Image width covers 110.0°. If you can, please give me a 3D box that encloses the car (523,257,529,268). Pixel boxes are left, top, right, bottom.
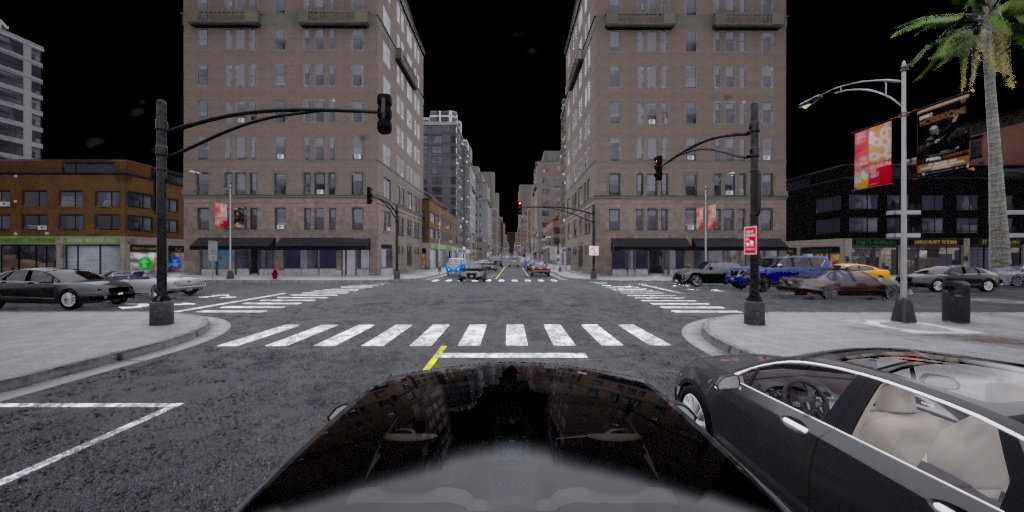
[{"bbox_3d":[2.844,1.193,48.335,1.967,1.591,4.097,0,0,0],"label":"car"}]

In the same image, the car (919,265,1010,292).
[{"bbox_3d":[25.527,1.294,21.150,4.892,1.490,1.837,0,0,0],"label":"car"}]

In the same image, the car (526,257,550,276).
[{"bbox_3d":[2.799,1.192,36.997,1.967,1.591,4.097,0,0,0],"label":"car"}]

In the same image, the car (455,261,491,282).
[{"bbox_3d":[-3.007,1.315,28.561,1.994,1.385,4.181,0,0,0],"label":"car"}]

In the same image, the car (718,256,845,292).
[{"bbox_3d":[15.704,0.993,21.093,5.566,2.045,2.150,0,0,0],"label":"car"}]

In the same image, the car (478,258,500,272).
[{"bbox_3d":[-2.930,1.318,46.058,1.994,1.385,4.181,0,0,0],"label":"car"}]

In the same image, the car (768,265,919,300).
[{"bbox_3d":[16.019,1.324,17.510,5.357,1.411,2.033,0,0,-2],"label":"car"}]

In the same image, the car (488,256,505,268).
[{"bbox_3d":[-2.827,0.976,63.775,2.150,2.045,5.566,0,0,1],"label":"car"}]

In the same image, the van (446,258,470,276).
[{"bbox_3d":[-5.727,1.093,37.030,1.690,1.789,3.998,0,0,0],"label":"van"}]

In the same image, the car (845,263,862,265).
[{"bbox_3d":[22.614,1.257,24.382,5.008,1.535,1.882,0,0,0],"label":"car"}]

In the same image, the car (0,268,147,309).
[{"bbox_3d":[-17.946,1.232,14.201,4.892,1.490,1.837,0,0,0],"label":"car"}]

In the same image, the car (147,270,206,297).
[{"bbox_3d":[-17.907,1.324,17.451,4.718,1.301,1.895,0,0,0],"label":"car"}]

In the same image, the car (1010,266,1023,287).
[{"bbox_3d":[34.272,1.366,24.448,4.181,1.385,1.994,0,0,-1],"label":"car"}]

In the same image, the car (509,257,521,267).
[{"bbox_3d":[0.338,1.300,64.593,2.033,1.411,5.357,0,0,1],"label":"car"}]

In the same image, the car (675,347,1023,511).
[{"bbox_3d":[2.668,1.300,2.347,2.007,1.370,4.403,0,0,0],"label":"car"}]

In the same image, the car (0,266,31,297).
[{"bbox_3d":[-26.893,1.235,17.401,4.674,1.442,1.812,0,0,0],"label":"car"}]

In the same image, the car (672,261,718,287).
[{"bbox_3d":[13.400,1.116,24.330,4.553,1.767,2.097,0,0,0],"label":"car"}]

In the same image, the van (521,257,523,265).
[{"bbox_3d":[2.890,1.094,59.674,1.690,1.789,3.998,0,0,0],"label":"van"}]
